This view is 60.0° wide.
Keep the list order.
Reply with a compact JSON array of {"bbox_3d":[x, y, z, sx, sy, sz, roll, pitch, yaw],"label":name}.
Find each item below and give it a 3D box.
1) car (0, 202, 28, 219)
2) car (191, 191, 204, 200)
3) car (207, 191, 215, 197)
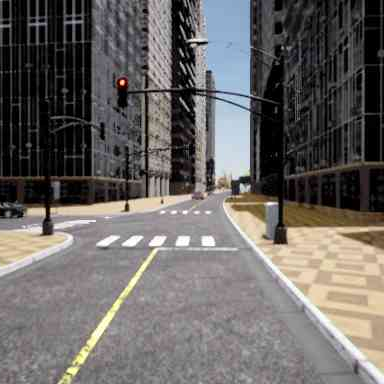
[{"bbox_3d":[-16.444,1.549,28.744,4.403,1.369,2.008,-1,1,10],"label":"car"},{"bbox_3d":[1.027,0.613,61.888,2.097,1.767,4.553,0,0,8],"label":"car"},{"bbox_3d":[5.046,0.391,88.272,1.882,1.535,5.008,0,1,9],"label":"car"}]
